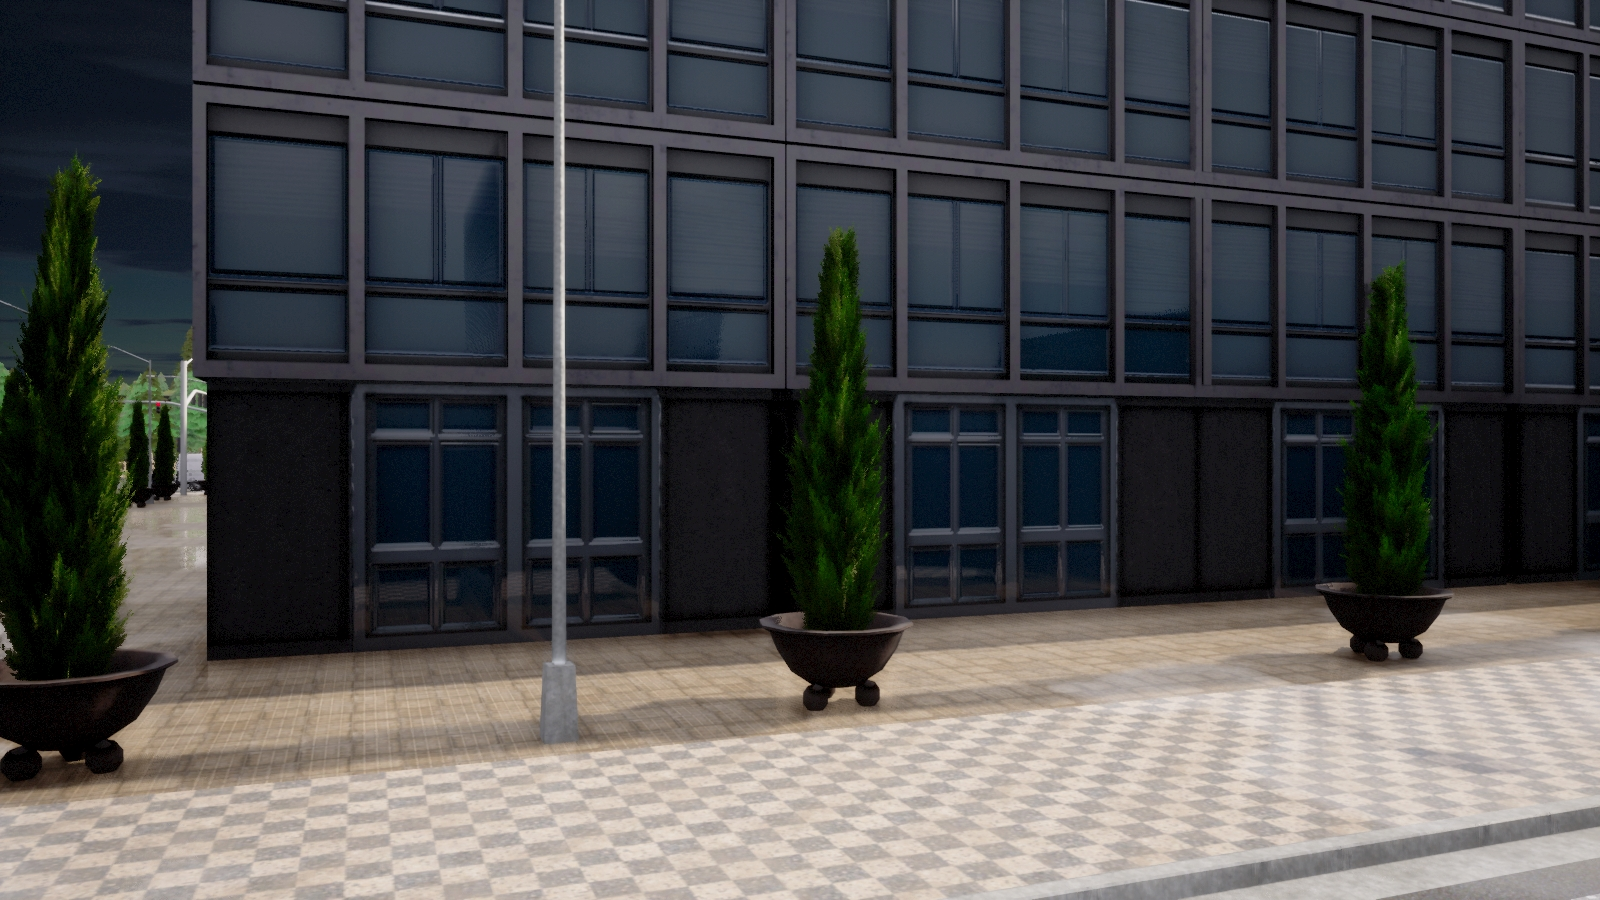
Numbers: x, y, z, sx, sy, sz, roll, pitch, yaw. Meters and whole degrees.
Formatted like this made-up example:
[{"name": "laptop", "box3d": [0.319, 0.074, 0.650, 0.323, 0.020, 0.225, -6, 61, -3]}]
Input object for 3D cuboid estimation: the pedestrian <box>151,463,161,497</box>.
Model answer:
[{"name": "pedestrian", "box3d": [-35.454, 1.639, 62.891, 0.375, 1.860, 0.375, 0, 0, -15]}]
